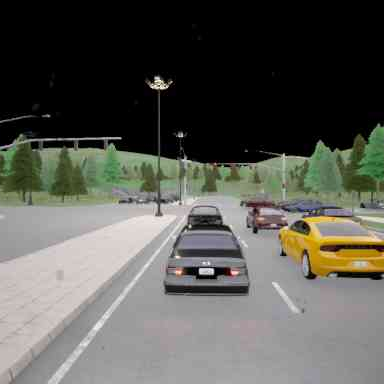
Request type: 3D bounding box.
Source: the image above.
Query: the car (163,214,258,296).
[{"bbox_3d":[0.380,1.550,8.799,2.033,1.411,5.357,0,0,2],"label":"car"}]

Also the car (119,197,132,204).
[{"bbox_3d":[-12.578,1.581,63.447,1.994,1.385,4.181,0,0,3],"label":"car"}]

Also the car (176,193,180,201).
[{"bbox_3d":[-4.769,1.247,82.642,2.150,2.045,5.566,0,0,2],"label":"car"}]

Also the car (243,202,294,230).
[{"bbox_3d":[4.264,1.531,19.225,1.812,1.442,4.674,0,0,3],"label":"car"}]

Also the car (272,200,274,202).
[{"bbox_3d":[12.379,1.502,38.848,4.902,1.511,2.128,0,0,2],"label":"car"}]

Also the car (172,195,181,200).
[{"bbox_3d":[-4.340,1.558,93.044,2.033,1.411,5.357,0,0,3],"label":"car"}]

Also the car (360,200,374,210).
[{"bbox_3d":[23.454,1.575,41.822,4.181,1.385,1.994,0,0,3],"label":"car"}]

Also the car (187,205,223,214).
[{"bbox_3d":[0.730,1.483,18.619,1.882,1.535,5.008,0,0,3],"label":"car"}]

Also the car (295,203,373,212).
[{"bbox_3d":[7.750,1.553,18.841,2.033,1.411,5.357,0,0,3],"label":"car"}]

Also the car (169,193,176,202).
[{"bbox_3d":[-5.177,1.374,72.349,2.097,1.767,4.553,0,0,2],"label":"car"}]

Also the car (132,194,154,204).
[{"bbox_3d":[-9.139,1.508,62.305,2.128,1.511,4.902,0,0,3],"label":"car"}]

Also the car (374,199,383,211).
[{"bbox_3d":[24.105,1.611,38.281,4.718,1.301,1.895,0,0,3],"label":"car"}]

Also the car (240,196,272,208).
[{"bbox_3d":[8.776,1.364,44.909,4.553,1.767,2.097,0,0,35],"label":"car"}]

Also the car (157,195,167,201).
[{"bbox_3d":[-8.001,1.548,89.394,2.128,1.511,4.902,0,0,2],"label":"car"}]

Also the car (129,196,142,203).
[{"bbox_3d":[-12.194,1.543,72.068,1.812,1.442,4.674,0,0,2],"label":"car"}]

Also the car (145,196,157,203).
[{"bbox_3d":[-8.727,1.571,71.156,1.994,1.385,4.181,0,0,2],"label":"car"}]

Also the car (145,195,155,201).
[{"bbox_3d":[-11.432,1.564,91.158,2.033,1.411,5.357,0,0,2],"label":"car"}]

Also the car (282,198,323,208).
[{"bbox_3d":[12.239,1.557,35.233,5.357,1.411,2.033,0,0,1],"label":"car"}]

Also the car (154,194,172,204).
[{"bbox_3d":[-5.579,1.618,63.415,1.895,1.301,4.718,0,0,3],"label":"car"}]

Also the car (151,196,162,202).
[{"bbox_3d":[-8.405,1.574,79.268,1.994,1.385,4.181,0,0,2],"label":"car"}]

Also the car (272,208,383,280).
[{"bbox_3d":[3.935,1.480,10.006,1.882,1.535,5.008,0,0,3],"label":"car"}]

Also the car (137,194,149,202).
[{"bbox_3d":[-11.842,1.377,80.924,2.097,1.767,4.553,0,0,2],"label":"car"}]
